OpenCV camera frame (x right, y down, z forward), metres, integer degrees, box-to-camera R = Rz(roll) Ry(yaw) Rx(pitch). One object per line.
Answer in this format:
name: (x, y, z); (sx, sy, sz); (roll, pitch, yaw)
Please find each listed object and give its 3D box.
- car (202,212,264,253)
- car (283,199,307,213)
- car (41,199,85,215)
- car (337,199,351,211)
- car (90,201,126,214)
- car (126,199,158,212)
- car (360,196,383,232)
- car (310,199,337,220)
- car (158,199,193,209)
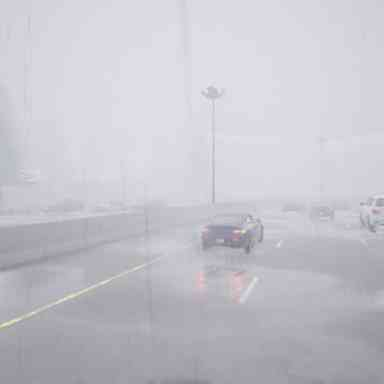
car: (1.772, 1.525, 13.688); (1.812, 1.442, 4.674); (0, 0, 20)
car: (11.312, 1.525, 36.566); (1.812, 1.442, 4.674); (0, 0, 29)
car: (-13.150, 1.491, 34.062); (2.128, 1.511, 4.902); (0, 0, 22)
car: (17.766, 1.563, 40.213); (1.994, 1.385, 4.181); (0, 0, 35)
car: (-8.692, 1.600, 35.707); (1.895, 1.301, 4.718); (0, 0, 23)
car: (-4.680, 1.477, 36.161); (1.882, 1.535, 5.008); (0, 0, 24)
car: (11.504, 1.222, 19.879); (2.150, 2.045, 5.566); (0, 0, 20)
car: (11.174, 1.525, 28.438); (1.812, 1.442, 4.674); (0, 0, 24)
car: (-1.402, 1.525, 34.960); (1.812, 1.442, 4.674); (0, 0, 24)
